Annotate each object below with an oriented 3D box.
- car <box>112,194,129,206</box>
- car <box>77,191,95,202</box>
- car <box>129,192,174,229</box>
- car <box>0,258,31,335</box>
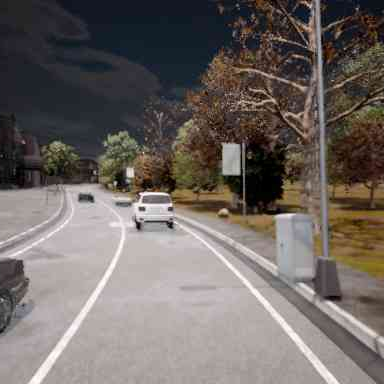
[{"bbox_3d":[-8.136,0.883,38.459,1.895,1.301,4.718,1,2,-20],"label":"car"},{"bbox_3d":[-13.540,0.594,42.396,1.895,1.301,4.718,2,0,-21],"label":"car"},{"bbox_3d":[-2.496,1.035,20.615,2.150,2.045,5.566,1,1,-13],"label":"car"},{"bbox_3d":[-3.792,1.547,3.833,2.033,1.411,5.357,0,0,-3],"label":"car"}]
